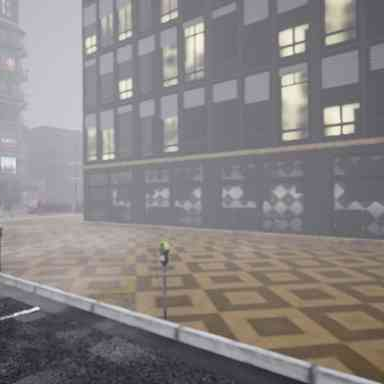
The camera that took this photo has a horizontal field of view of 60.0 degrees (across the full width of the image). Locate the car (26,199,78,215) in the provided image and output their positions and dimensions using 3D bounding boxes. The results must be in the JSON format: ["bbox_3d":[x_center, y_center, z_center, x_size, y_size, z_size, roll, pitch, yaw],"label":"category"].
[{"bbox_3d":[-13.728,1.360,32.311,1.967,1.590,4.097,-1,0,36],"label":"car"}]

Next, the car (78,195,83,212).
[{"bbox_3d":[-10.411,1.223,36.814,2.192,1.841,5.009,-1,0,36],"label":"car"}]
